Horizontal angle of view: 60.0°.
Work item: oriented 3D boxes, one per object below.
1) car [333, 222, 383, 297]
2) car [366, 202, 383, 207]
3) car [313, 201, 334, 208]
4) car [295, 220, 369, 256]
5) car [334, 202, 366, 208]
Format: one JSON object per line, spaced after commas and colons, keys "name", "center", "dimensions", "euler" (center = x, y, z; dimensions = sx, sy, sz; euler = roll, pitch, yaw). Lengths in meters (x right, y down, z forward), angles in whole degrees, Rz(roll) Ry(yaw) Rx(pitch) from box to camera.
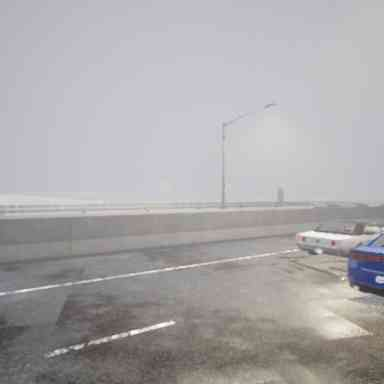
{"name": "car", "center": [5.661, 1.541, 7.767], "dimensions": [5.008, 1.535, 1.882], "euler": [0, 0, -35]}
{"name": "car", "center": [21.341, 1.765, 35.863], "dimensions": [5.008, 1.535, 1.882], "euler": [1, 0, -34]}
{"name": "car", "center": [16.857, 1.847, 41.276], "dimensions": [4.181, 1.385, 1.994], "euler": [1, 0, -34]}
{"name": "car", "center": [6.037, 1.685, 12.300], "dimensions": [4.718, 1.301, 1.895], "euler": [1, 0, -35]}
{"name": "car", "center": [18.761, 1.846, 38.339], "dimensions": [4.181, 1.385, 1.994], "euler": [1, 0, -34]}
